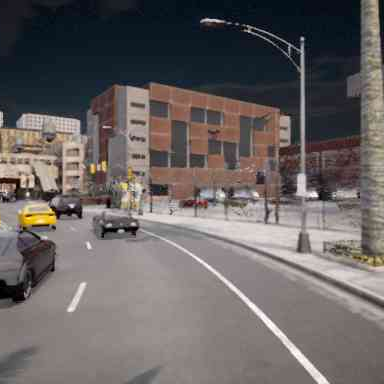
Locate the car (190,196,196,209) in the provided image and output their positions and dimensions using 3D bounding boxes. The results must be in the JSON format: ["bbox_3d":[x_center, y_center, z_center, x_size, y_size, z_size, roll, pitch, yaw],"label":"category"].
[{"bbox_3d":[0.171,1.331,45.875,2.185,1.767,4.553,0,0,-35],"label":"car"}]

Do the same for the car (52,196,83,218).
[{"bbox_3d":[-11.743,1.354,30.647,2.150,2.045,5.566,0,0,-34],"label":"car"}]

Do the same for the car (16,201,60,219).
[{"bbox_3d":[-10.267,1.584,21.934,1.882,1.535,5.008,0,0,-31],"label":"car"}]

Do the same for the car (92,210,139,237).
[{"bbox_3d":[-4.390,1.662,18.539,1.895,1.301,4.718,0,0,-23],"label":"car"}]

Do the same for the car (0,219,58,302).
[{"bbox_3d":[-4.665,1.609,8.219,1.994,1.385,4.181,0,0,-11],"label":"car"}]
